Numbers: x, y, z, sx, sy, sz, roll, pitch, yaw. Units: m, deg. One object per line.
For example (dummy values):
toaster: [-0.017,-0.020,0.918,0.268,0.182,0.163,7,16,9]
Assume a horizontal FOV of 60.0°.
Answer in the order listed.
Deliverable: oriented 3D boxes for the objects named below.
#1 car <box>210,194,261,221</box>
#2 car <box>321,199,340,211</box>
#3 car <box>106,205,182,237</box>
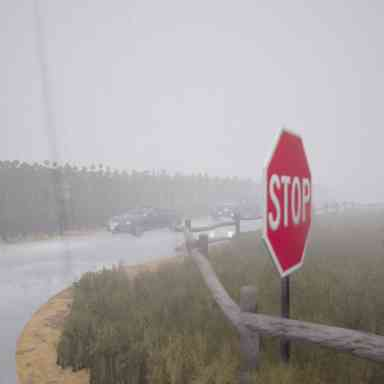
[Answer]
car: [3.644,1.225,26.927,2.150,2.045,5.566,0,0,35]
car: [16.991,1.550,40.837,2.033,1.411,5.357,0,0,26]
car: [-2.494,1.495,18.316,2.128,1.511,4.902,0,0,35]
